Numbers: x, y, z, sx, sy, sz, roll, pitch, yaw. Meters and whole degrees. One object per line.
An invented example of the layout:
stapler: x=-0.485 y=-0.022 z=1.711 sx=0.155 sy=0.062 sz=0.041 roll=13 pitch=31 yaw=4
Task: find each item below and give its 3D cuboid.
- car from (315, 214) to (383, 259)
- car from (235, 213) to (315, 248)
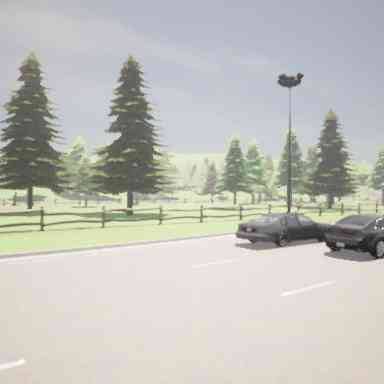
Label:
car: x=7.331 y=1.656 z=13.376 sx=4.892 sy=1.490 sz=1.837 roll=0 pitch=0 yaw=-35
car: x=4.486 y=1.686 z=15.660 sx=5.357 sy=1.411 sz=2.033 roll=1 pitch=0 yaw=-35
